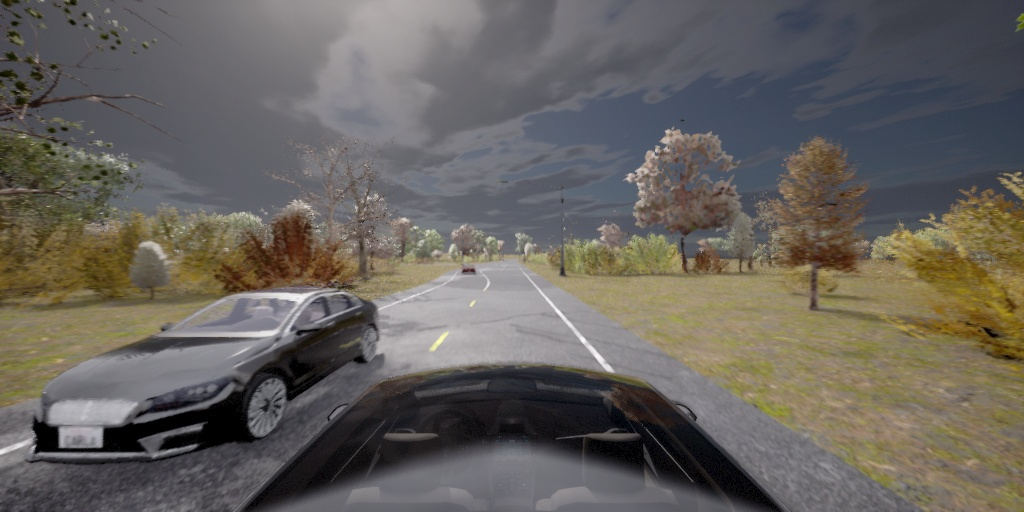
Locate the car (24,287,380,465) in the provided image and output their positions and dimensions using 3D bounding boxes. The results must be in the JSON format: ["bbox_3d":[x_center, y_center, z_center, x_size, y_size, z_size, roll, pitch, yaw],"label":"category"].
[{"bbox_3d":[-3.605,1.276,5.449,2.128,1.511,4.902,0,-1,0],"label":"car"}]

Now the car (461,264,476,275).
[{"bbox_3d":[-5.540,1.706,45.931,1.895,1.301,4.718,0,0,-7],"label":"car"}]
